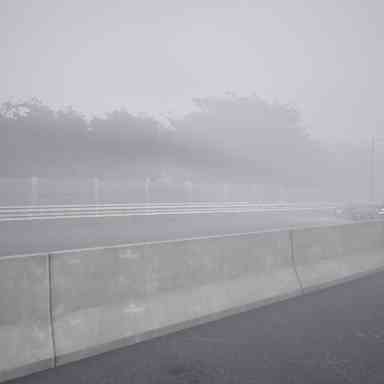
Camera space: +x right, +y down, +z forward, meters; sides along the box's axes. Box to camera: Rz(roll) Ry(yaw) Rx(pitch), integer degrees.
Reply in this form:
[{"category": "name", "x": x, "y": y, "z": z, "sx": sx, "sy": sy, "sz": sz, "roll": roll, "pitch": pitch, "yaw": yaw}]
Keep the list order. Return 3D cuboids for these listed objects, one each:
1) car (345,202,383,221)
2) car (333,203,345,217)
[{"category": "car", "x": 15.455, "y": 1.710, "z": 28.496, "sx": 4.892, "sy": 1.490, "sz": 1.837, "roll": 1, "pitch": 0, "yaw": -37}, {"category": "car", "x": 15.994, "y": 1.732, "z": 33.298, "sx": 4.902, "sy": 1.511, "sz": 2.128, "roll": 1, "pitch": 0, "yaw": -37}]
